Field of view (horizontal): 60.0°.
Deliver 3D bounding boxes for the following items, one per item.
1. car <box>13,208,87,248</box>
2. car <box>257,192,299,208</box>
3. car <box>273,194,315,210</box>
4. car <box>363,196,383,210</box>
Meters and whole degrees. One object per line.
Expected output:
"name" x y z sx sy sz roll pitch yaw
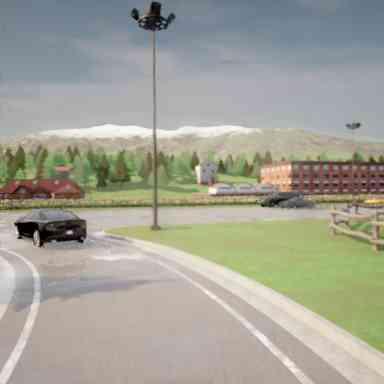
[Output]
"car" -6.571 1.487 15.154 1.882 1.535 5.008 0 0 -42
"car" 11.048 0.972 41.883 5.566 2.045 2.150 0 0 -15
"car" 12.072 1.314 38.533 4.181 1.385 1.994 -1 0 -15
"car" 21.726 1.140 37.426 5.008 1.535 1.882 -1 0 -14
